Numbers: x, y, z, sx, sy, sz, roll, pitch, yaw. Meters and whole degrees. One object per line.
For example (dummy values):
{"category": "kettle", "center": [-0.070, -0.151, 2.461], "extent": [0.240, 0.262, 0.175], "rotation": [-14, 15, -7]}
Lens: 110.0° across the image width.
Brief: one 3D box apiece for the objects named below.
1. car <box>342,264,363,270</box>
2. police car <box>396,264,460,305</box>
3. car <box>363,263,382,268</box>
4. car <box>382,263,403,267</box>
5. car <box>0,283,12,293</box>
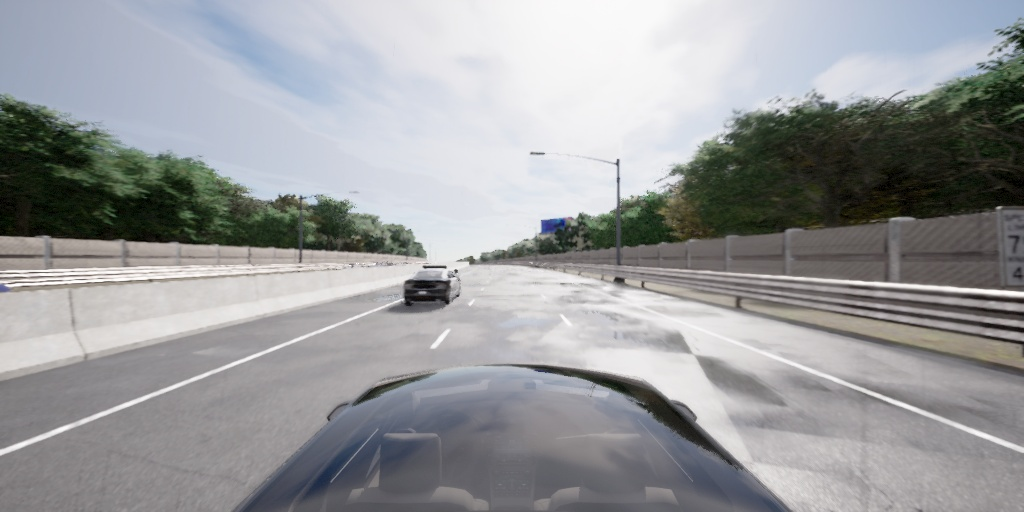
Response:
{"category": "car", "center": [-21.975, 1.764, 50.125], "extent": [1.895, 1.301, 4.718], "rotation": [0, -1, -2]}
{"category": "police car", "center": [-3.596, 1.280, 16.883], "extent": [1.930, 1.638, 5.238], "rotation": [0, 0, -1]}
{"category": "car", "center": [-18.478, 1.710, 50.307], "extent": [2.033, 1.411, 5.357], "rotation": [0, -1, -2]}
{"category": "car", "center": [-14.859, 1.677, 47.045], "extent": [2.033, 1.411, 5.357], "rotation": [0, -1, -1]}
{"category": "car", "center": [-17.621, 1.189, 9.975], "extent": [2.097, 1.767, 4.553], "rotation": [0, 0, 0]}
